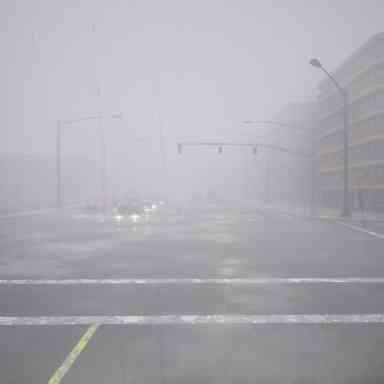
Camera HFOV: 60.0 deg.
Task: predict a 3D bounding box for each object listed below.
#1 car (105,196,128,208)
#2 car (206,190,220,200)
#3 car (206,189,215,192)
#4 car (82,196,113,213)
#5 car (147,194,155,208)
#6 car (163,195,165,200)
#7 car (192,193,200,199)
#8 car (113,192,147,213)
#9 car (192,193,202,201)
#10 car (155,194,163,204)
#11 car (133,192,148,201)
[{"bbox_3d":[-9.808,1.314,43.449,1.994,1.385,4.181,0,1,0],"label":"car"},{"bbox_3d":[4.457,0.919,65.884,1.994,1.385,4.181,0,1,0],"label":"car"},{"bbox_3d":[4.387,0.425,75.867,2.150,2.045,5.566,0,1,0],"label":"car"},{"bbox_3d":[-9.833,1.225,34.806,2.097,1.767,4.553,0,1,0],"label":"car"},{"bbox_3d":[-6.309,1.277,43.346,1.812,1.442,4.674,0,1,0],"label":"car"},{"bbox_3d":[-6.208,1.012,62.756,1.895,1.301,4.718,0,1,1],"label":"car"},{"bbox_3d":[0.886,0.792,76.127,1.895,1.301,4.718,0,1,0],"label":"car"},{"bbox_3d":[-6.335,1.226,34.463,2.097,1.767,4.553,0,1,0],"label":"car"},{"bbox_3d":[0.952,0.862,64.276,1.882,1.535,5.008,0,1,0],"label":"car"},{"bbox_3d":[-6.276,1.080,52.627,2.128,1.511,4.902,0,1,0],"label":"car"},{"bbox_3d":[-9.702,0.896,63.144,2.128,1.511,4.902,0,1,1],"label":"car"}]
